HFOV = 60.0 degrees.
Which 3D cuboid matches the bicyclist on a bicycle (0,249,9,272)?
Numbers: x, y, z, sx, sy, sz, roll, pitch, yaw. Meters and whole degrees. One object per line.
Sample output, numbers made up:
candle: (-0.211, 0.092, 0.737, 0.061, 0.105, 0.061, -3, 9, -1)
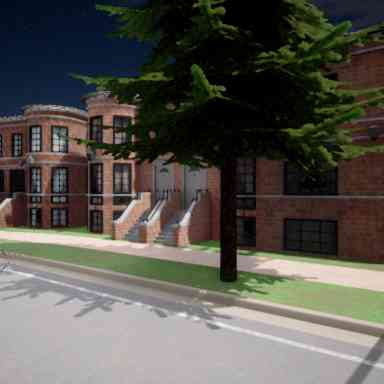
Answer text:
bicyclist on a bicycle: (-5.602, 1.433, 8.653, 0.582, 1.620, 1.656, 0, 0, 33)
